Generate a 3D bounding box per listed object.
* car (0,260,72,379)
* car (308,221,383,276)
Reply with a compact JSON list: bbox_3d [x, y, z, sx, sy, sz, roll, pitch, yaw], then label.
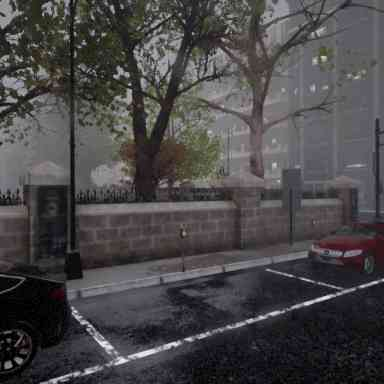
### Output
[{"bbox_3d":[-3.696,1.566,3.955,4.313,1.339,1.947,0,0,-35],"label":"car"},{"bbox_3d":[5.384,1.581,10.286,4.206,1.307,1.802,0,0,-35],"label":"car"}]
